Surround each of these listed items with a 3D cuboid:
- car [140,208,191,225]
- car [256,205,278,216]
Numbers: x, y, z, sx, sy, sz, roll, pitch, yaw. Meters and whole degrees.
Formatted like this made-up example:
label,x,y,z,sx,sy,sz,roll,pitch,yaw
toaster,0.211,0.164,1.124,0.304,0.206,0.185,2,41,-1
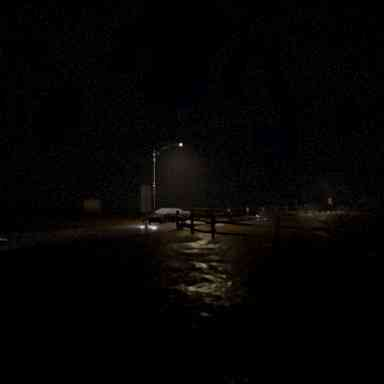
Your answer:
label,x,y,z,sx,sy,sz,roll,pitch,yaw
car,-2.246,2.164,30.111,2.033,1.411,5.357,-1,-2,35
car,11.097,2.676,48.772,2.128,1.511,4.902,-1,-2,36
